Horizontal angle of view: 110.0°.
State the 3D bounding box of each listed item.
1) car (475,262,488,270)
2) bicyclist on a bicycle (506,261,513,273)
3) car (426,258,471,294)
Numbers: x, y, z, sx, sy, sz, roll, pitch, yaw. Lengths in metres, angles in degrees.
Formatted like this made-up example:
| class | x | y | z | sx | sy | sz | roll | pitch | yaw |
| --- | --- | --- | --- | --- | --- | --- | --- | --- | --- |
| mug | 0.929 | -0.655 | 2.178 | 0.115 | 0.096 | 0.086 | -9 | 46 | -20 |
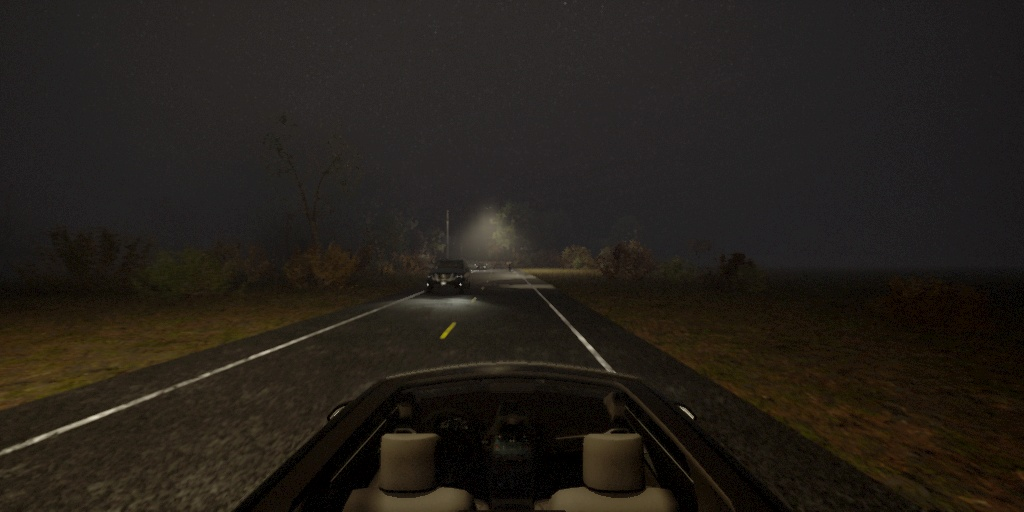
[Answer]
| class | x | y | z | sx | sy | sz | roll | pitch | yaw |
| --- | --- | --- | --- | --- | --- | --- | --- | --- | --- |
| car | -5.442 | 1.805 | 64.089 | 1.837 | 1.490 | 4.892 | 0 | 0 | -3 |
| bicyclist on a bicycle | -0.266 | 1.607 | 51.614 | 0.866 | 1.612 | 1.509 | 0 | 0 | -3 |
| car | -3.809 | 1.160 | 22.419 | 2.150 | 2.045 | 5.566 | 0 | -1 | -1 |
